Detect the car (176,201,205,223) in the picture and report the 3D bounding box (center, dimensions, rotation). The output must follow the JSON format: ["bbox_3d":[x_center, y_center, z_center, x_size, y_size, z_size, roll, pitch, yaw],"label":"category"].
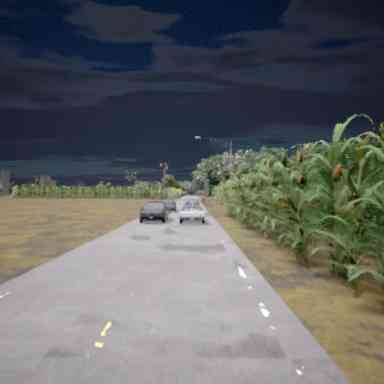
[{"bbox_3d":[0.017,1.604,25.238,1.895,1.301,4.718,0,0,0],"label":"car"}]

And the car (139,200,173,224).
[{"bbox_3d":[-2.770,1.481,25.169,1.882,1.535,5.008,0,0,0],"label":"car"}]

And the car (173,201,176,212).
[{"bbox_3d":[-2.768,1.568,38.474,1.994,1.385,4.181,0,0,1],"label":"car"}]

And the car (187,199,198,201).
[{"bbox_3d":[0.067,1.551,40.530,2.033,1.411,5.357,0,0,0],"label":"car"}]
